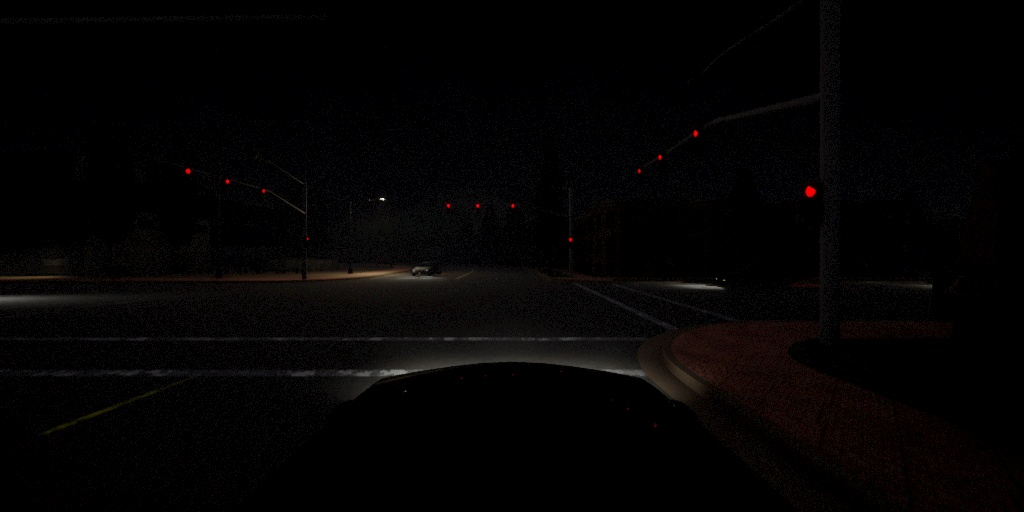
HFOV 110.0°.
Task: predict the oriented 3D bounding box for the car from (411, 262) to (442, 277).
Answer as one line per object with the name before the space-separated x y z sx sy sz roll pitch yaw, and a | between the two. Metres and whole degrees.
car | -8.497 1.308 36.191 1.812 1.442 4.674 0 1 6

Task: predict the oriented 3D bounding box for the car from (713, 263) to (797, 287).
car | 15.830 1.241 23.483 4.892 1.490 1.837 0 0 0
